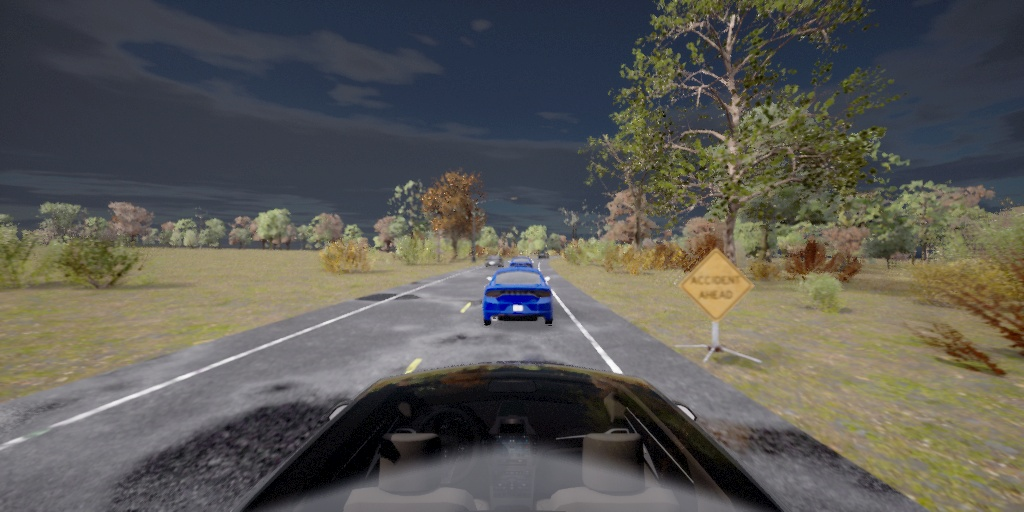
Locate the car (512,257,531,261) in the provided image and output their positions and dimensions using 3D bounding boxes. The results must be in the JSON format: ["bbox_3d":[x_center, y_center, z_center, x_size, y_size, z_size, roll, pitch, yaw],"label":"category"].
[{"bbox_3d":[0.770,0.819,29.199,1.882,1.535,5.008,0,1,3],"label":"car"}]

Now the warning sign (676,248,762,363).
[{"bbox_3d":[3.571,0.795,6.300,1.300,1.860,1.060,0,0,1],"label":"warning sign"}]

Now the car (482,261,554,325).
[{"bbox_3d":[0.197,1.080,11.230,1.882,1.535,5.008,0,1,1],"label":"car"}]

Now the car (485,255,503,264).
[{"bbox_3d":[-2.096,0.641,43.461,2.128,1.511,4.902,0,1,4],"label":"car"}]
